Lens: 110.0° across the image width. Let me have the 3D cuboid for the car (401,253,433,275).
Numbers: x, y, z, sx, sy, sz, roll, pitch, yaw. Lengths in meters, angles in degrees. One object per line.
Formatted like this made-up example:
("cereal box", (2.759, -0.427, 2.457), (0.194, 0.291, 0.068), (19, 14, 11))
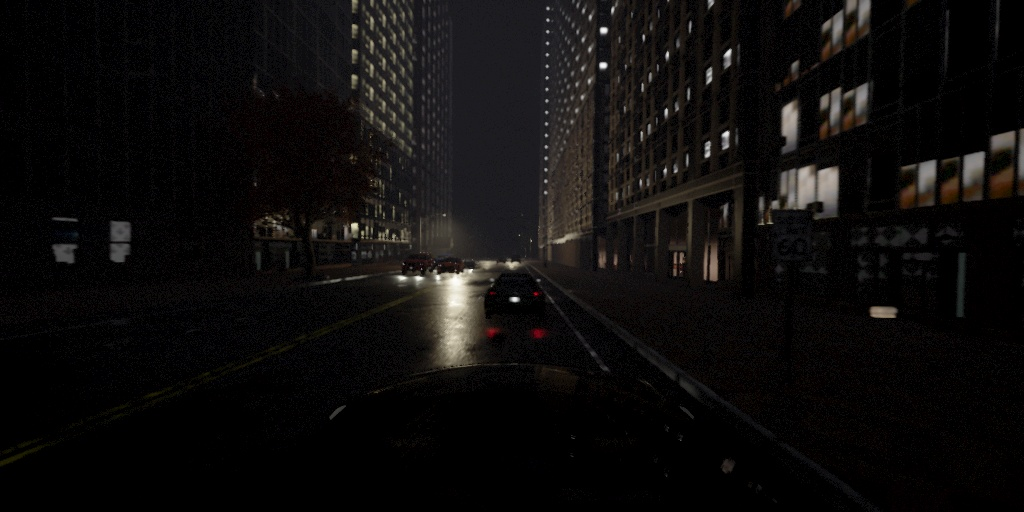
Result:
("car", (-9.365, 0.745, 36.156), (2.150, 2.045, 5.566), (1, 0, 1))

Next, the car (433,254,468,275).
("car", (-6.116, 0.912, 36.179), (2.097, 1.767, 4.553), (1, 0, 1))

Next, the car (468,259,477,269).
("car", (-5.970, 1.124, 48.951), (1.994, 1.385, 4.181), (1, 0, 1))

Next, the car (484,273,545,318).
("car", (0.105, 1.281, 12.857), (1.994, 1.385, 4.181), (1, 0, 1))

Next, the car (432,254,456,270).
("car", (-9.216, 0.788, 48.956), (2.150, 2.045, 5.566), (1, 0, 1))
